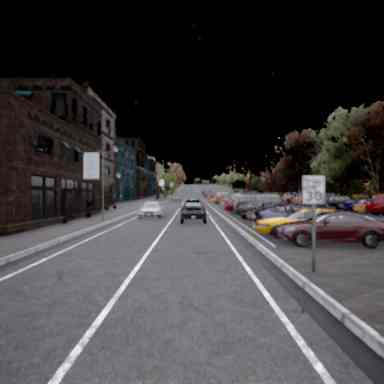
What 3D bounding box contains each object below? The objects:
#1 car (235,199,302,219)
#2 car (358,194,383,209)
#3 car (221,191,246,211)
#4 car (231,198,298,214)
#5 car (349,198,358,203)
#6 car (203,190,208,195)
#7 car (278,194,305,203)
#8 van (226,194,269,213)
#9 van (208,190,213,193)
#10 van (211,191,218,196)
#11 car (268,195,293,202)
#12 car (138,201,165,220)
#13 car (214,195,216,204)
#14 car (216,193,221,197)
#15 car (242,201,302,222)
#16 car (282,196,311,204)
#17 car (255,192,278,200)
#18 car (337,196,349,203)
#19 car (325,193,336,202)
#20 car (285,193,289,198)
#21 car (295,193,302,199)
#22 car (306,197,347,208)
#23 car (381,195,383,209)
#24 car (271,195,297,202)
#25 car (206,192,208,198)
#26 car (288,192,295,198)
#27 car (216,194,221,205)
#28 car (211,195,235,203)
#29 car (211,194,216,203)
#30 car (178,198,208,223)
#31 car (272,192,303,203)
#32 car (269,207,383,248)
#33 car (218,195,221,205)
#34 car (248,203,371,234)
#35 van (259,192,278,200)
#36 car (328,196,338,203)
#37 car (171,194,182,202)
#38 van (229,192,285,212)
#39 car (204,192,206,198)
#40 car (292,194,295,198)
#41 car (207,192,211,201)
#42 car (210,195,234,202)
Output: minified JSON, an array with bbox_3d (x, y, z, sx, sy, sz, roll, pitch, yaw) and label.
[{"bbox_3d":[6.055,1.526,25.478,4.792,1.488,2.163,0,0,0],"label":"car"},{"bbox_3d":[19.213,1.231,31.127,5.566,2.045,2.435,0,0,0],"label":"car"},{"bbox_3d":[6.086,1.226,33.827,5.566,2.045,2.435,0,0,0],"label":"car"},{"bbox_3d":[6.087,1.491,28.262,4.892,1.521,2.231,0,0,0],"label":"car"},{"bbox_3d":[19.380,1.473,33.911,5.366,1.575,1.946,0,0,0],"label":"car"},{"bbox_3d":[6.346,1.018,89.493,5.566,2.045,2.435,0,0,0],"label":"car"},{"bbox_3d":[19.275,1.256,64.422,4.553,1.767,2.185,0,0,0],"label":"car"},{"bbox_3d":[6.008,1.245,36.611,4.442,1.987,1.878,0,0,0],"label":"van"},{"bbox_3d":[6.384,1.110,75.576,4.442,1.987,1.878,0,0,0],"label":"van"},{"bbox_3d":[6.089,1.179,58.940,4.442,1.987,1.878,0,0,0],"label":"van"},{"bbox_3d":[19.343,1.348,72.777,4.892,1.521,2.231,0,0,0],"label":"car"},{"bbox_3d":[-3.344,1.488,28.013,1.812,1.442,4.674,0,0,0],"label":"car"},{"bbox_3d":[6.178,1.473,50.528,4.674,1.452,2.002,0,0,0],"label":"car"},{"bbox_3d":[6.134,1.316,47.745,4.553,1.767,2.185,0,0,0],"label":"car"},{"bbox_3d":[6.076,1.543,22.695,4.674,1.452,2.002,0,0,0],"label":"car"},{"bbox_3d":[19.299,1.433,61.637,4.674,1.452,2.002,0,0,0],"label":"car"},{"bbox_3d":[19.359,1.030,86.700,5.566,2.045,2.435,0,0,0],"label":"car"},{"bbox_3d":[19.210,1.469,36.572,5.008,1.535,2.097,0,0,0],"label":"car"},{"bbox_3d":[19.266,1.322,44.926,4.553,1.767,2.185,0,0,0],"label":"car"},{"bbox_3d":[19.280,1.403,58.852,5.008,1.535,2.097,0,0,0],"label":"car"},{"bbox_3d":[19.227,1.180,50.496,5.566,2.045,2.435,0,0,0],"label":"car"},{"bbox_3d":[19.251,1.441,47.713,4.892,1.521,2.231,0,0,0],"label":"car"},{"bbox_3d":[19.142,1.363,28.218,4.553,1.767,2.185,0,0,0],"label":"car"},{"bbox_3d":[19.355,1.389,69.994,4.792,1.488,2.163,0,0,0],"label":"car"},{"bbox_3d":[6.283,1.324,78.362,4.892,1.521,2.231,0,0,0],"label":"car"},{"bbox_3d":[19.243,1.288,56.068,4.553,1.767,2.185,0,0,0],"label":"car"},{"bbox_3d":[6.161,1.450,44.960,4.892,1.521,2.231,0,0,0],"label":"car"},{"bbox_3d":[6.239,1.413,67.228,4.674,1.452,2.002,0,0,0],"label":"car"},{"bbox_3d":[6.166,1.444,56.094,4.792,1.488,2.163,0,0,0],"label":"car"},{"bbox_3d":[0.104,1.471,25.138,1.837,1.490,4.892,0,0,0],"label":"car"},{"bbox_3d":[19.288,1.120,67.205,5.566,2.045,2.435,0,0,0],"label":"car"},{"bbox_3d":[6.059,1.563,14.487,4.674,1.452,2.002,1,0,1],"label":"car"},{"bbox_3d":[6.330,1.453,42.177,5.366,1.575,1.946,0,0,0],"label":"car"},{"bbox_3d":[5.868,1.513,17.129,5.366,1.575,1.946,0,0,0],"label":"car"},{"bbox_3d":[19.261,1.069,83.916,4.442,1.987,1.878,0,0,0],"label":"van"},{"bbox_3d":[19.185,1.492,39.358,4.792,1.488,2.163,0,0,0],"label":"car"},{"bbox_3d":[-3.252,1.196,69.002,2.097,1.767,4.553,0,0,0],"label":"car"},{"bbox_3d":[5.988,1.258,31.169,4.442,1.987,1.878,0,0,0],"label":"van"},{"bbox_3d":[6.483,1.293,83.927,5.366,1.575,1.946,0,0,0],"label":"car"},{"bbox_3d":[19.270,1.422,53.283,5.008,1.535,2.097,0,0,0],"label":"car"},{"bbox_3d":[6.041,1.380,64.445,5.366,1.575,1.946,0,0,0],"label":"car"},{"bbox_3d":[6.241,1.360,70.012,5.008,1.535,2.097,0,0,0],"label":"car"}]
